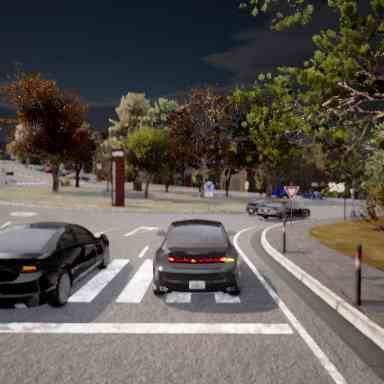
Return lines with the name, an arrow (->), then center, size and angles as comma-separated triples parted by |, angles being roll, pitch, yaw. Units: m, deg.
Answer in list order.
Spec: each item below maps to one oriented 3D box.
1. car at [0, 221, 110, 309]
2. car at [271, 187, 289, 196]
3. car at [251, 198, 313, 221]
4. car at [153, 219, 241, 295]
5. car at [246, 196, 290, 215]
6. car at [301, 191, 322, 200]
car -> -3.379, 1.431, 7.886 | 1.882, 1.535, 5.008 | 0, 0, 1
car -> 16.039, 0.135, 61.073 | 2.150, 2.045, 5.566 | -1, 2, -23
car -> 7.551, 1.497, 27.013 | 5.357, 1.411, 2.033 | 0, 1, -40
car -> 0.111, 1.453, 8.561 | 1.837, 1.490, 4.892 | 0, 0, 0
car -> 7.006, 1.371, 30.487 | 4.892, 1.490, 1.837 | 0, 1, -41
car -> 20.648, 0.564, 57.367 | 1.812, 1.442, 4.674 | 0, 2, -15
